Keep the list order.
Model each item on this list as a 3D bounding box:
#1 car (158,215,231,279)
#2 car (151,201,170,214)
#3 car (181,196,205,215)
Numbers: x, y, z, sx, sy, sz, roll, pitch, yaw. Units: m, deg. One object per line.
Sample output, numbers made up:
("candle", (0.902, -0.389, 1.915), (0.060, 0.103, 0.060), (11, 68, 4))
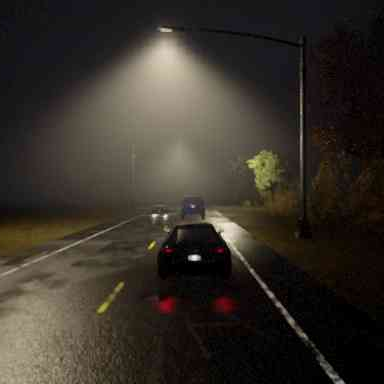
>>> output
("car", (0.076, 1.622, 10.311), (1.994, 1.385, 4.181), (0, 0, 0))
("car", (-3.591, 1.756, 38.995), (2.033, 1.411, 5.357), (0, 0, 0))
("car", (0.100, 1.394, 31.806), (2.150, 2.045, 5.566), (0, 0, 0))
